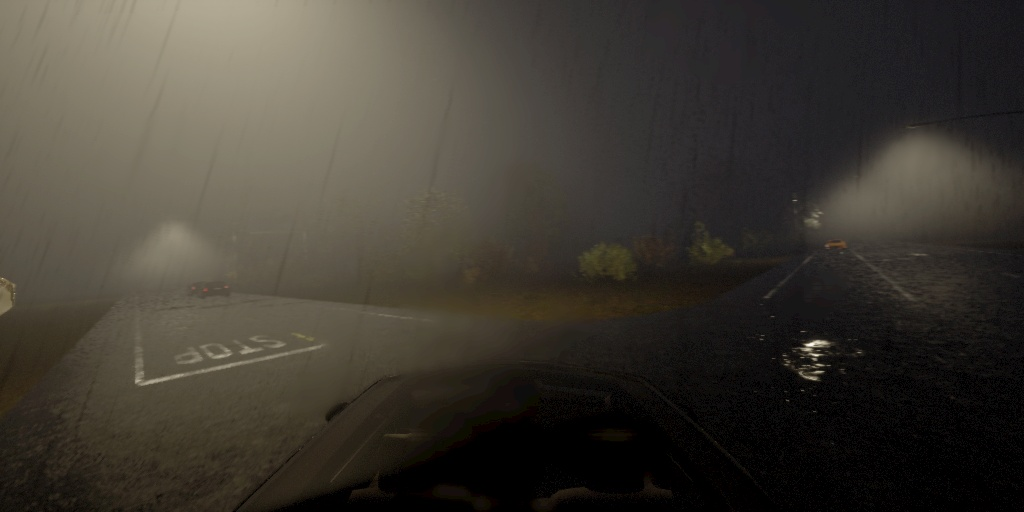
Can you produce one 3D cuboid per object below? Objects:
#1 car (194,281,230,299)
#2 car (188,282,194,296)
[{"bbox_3d":[-29.806,3.262,35.756,4.553,1.767,2.097,-4,-1,44],"label":"car"},{"bbox_3d":[-37.076,3.778,42.694,4.553,1.767,2.097,-4,-1,44],"label":"car"}]
